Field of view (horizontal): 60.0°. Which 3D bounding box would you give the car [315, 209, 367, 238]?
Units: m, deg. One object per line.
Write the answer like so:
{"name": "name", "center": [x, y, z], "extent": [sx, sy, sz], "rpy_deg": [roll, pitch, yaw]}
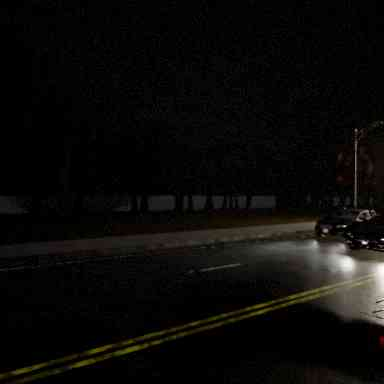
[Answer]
{"name": "car", "center": [8.526, 1.653, 17.675], "extent": [4.902, 1.511, 2.128], "rpy_deg": [1, 0, -35]}

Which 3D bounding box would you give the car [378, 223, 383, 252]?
{"name": "car", "center": [6.966, 1.575, 8.425], "extent": [5.008, 1.535, 1.882], "rpy_deg": [1, 0, -36]}

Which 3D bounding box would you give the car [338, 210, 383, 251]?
{"name": "car", "center": [8.269, 1.642, 13.525], "extent": [4.892, 1.490, 1.837], "rpy_deg": [1, -1, -35]}
